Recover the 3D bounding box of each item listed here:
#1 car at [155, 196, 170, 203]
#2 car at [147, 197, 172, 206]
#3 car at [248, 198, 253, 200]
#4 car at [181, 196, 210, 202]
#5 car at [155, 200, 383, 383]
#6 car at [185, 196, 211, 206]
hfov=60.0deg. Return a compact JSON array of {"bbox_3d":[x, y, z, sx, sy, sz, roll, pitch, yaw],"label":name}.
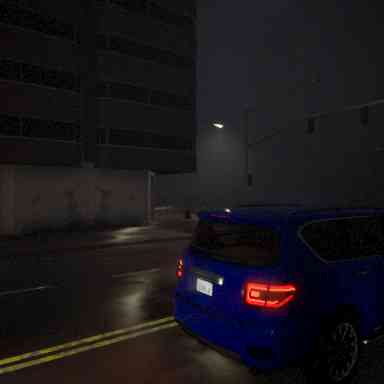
[{"bbox_3d":[-5.880,1.547,49.242,2.033,1.411,5.357,0,0,-36],"label":"car"},{"bbox_3d":[-5.433,1.508,54.625,1.837,1.490,4.892,0,0,-36],"label":"car"},{"bbox_3d":[6.975,1.491,37.507,2.128,1.511,4.902,0,0,-36],"label":"car"},{"bbox_3d":[0.188,1.352,53.043,2.097,1.767,4.553,0,0,-36],"label":"car"},{"bbox_3d":[2.348,1.221,5.483,5.566,2.045,2.150,0,0,-35],"label":"car"},{"bbox_3d":[1.029,1.478,57.832,1.882,1.535,5.008,0,0,-36],"label":"car"}]
